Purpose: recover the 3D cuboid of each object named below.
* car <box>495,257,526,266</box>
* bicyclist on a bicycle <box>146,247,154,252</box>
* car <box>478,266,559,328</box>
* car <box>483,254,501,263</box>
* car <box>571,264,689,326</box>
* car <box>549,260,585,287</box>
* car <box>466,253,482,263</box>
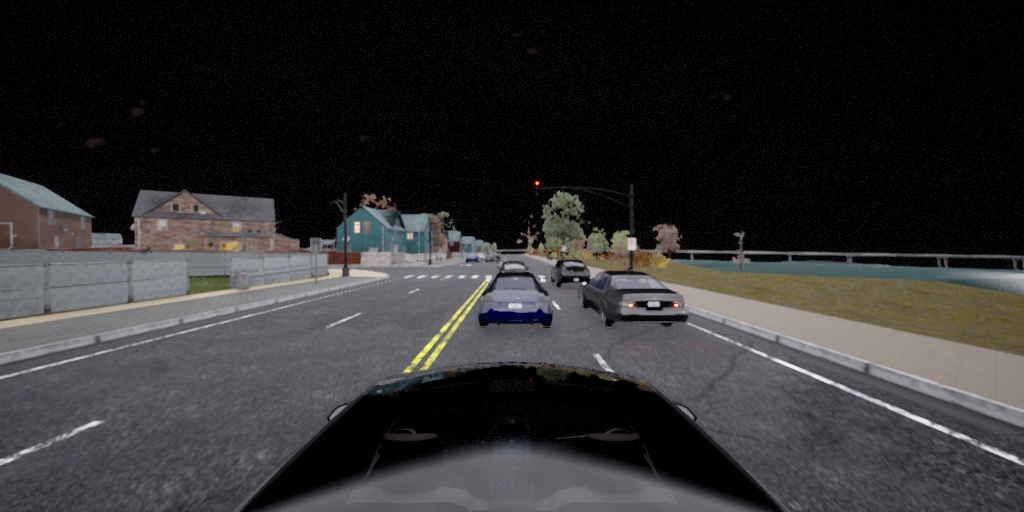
[{"bbox_3d":[0.095,0.984,20.426,1.812,1.442,4.674,0,1,-2],"label":"car"},{"bbox_3d":[-29.601,0.115,29.300,0.582,1.620,1.656,0,1,-35],"label":"bicyclist on a bicycle"},{"bbox_3d":[0.100,1.171,10.829,1.994,1.385,4.181,0,1,1],"label":"car"},{"bbox_3d":[-3.276,0.447,59.626,1.994,1.385,4.181,0,1,0],"label":"car"},{"bbox_3d":[3.358,1.152,10.999,2.033,1.411,5.357,0,1,0],"label":"car"},{"bbox_3d":[3.361,0.953,21.122,1.837,1.490,4.892,0,1,0],"label":"car"},{"bbox_3d":[-6.524,0.363,59.472,1.882,1.535,5.008,0,1,1],"label":"car"}]
